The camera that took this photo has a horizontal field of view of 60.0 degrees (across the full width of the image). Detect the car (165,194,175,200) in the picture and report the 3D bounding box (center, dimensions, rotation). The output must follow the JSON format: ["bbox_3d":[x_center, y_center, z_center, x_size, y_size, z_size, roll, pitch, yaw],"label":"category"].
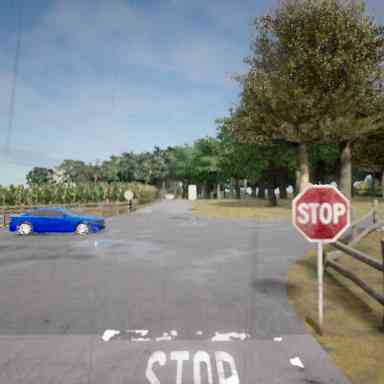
[{"bbox_3d":[-4.997,1.143,75.525,1.812,1.442,4.674,0,0,0],"label":"car"}]

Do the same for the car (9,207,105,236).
[{"bbox_3d":[-7.390,1.599,18.477,5.008,1.535,1.882,-1,-1,0],"label":"car"}]
